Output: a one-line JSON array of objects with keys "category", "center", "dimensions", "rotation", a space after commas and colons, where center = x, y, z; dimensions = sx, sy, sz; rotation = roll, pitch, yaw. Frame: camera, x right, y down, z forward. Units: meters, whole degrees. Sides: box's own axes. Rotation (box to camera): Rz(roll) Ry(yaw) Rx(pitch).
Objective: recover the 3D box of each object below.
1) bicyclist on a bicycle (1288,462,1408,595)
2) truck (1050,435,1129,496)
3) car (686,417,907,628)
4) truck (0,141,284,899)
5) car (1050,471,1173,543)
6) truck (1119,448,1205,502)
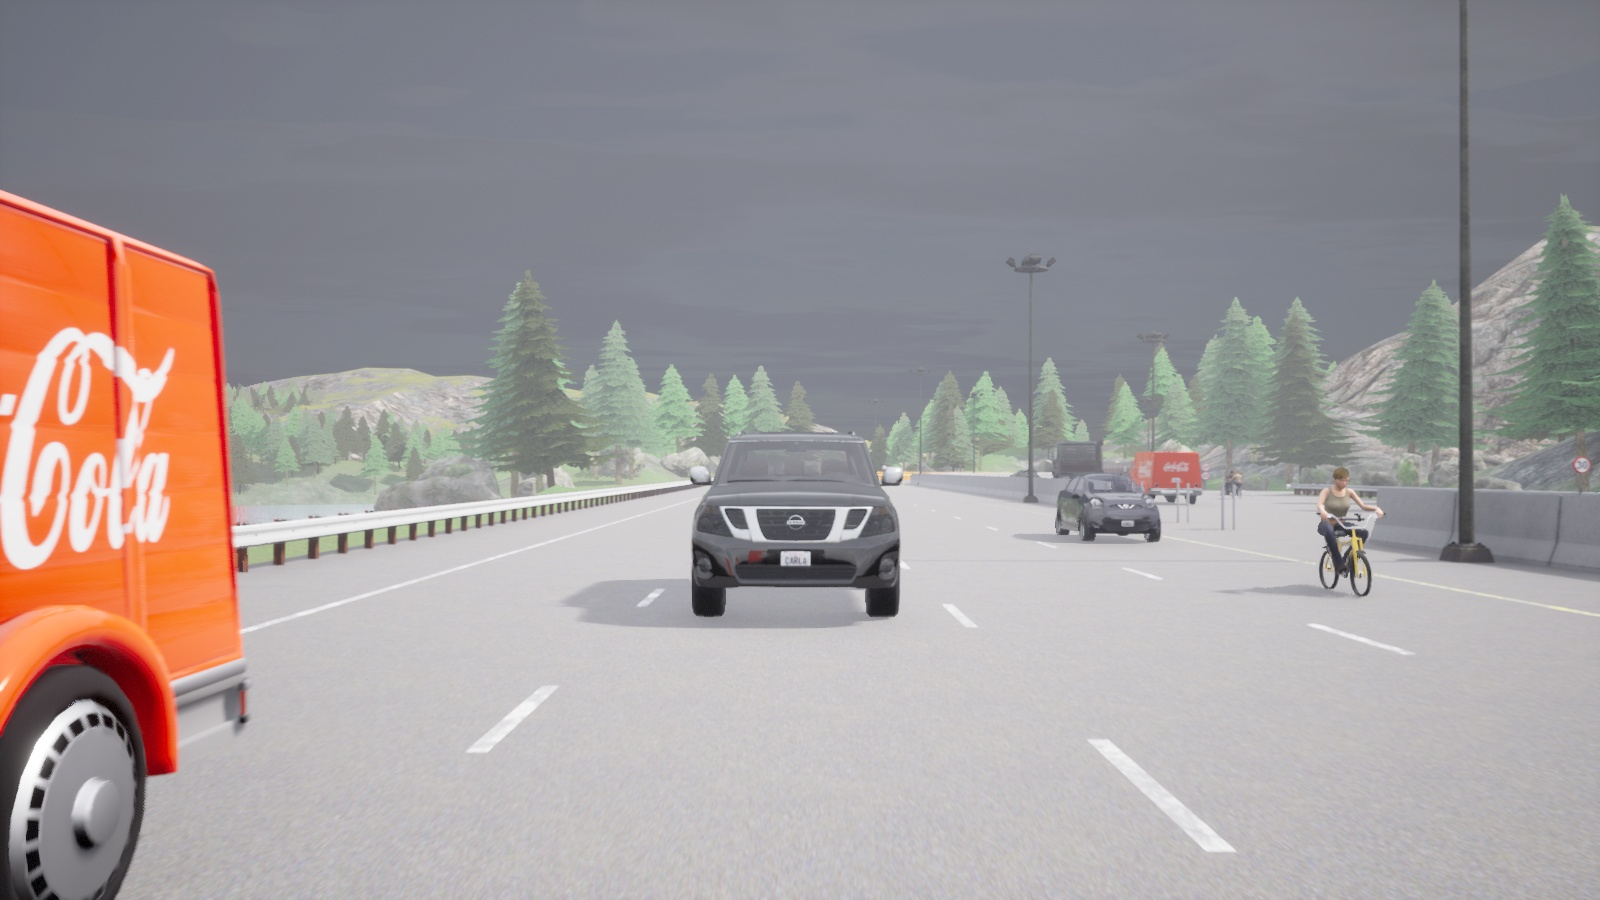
[{"category": "bicyclist on a bicycle", "center": [6.964, 0.967, 16.042], "dimensions": [0.866, 1.612, 1.509], "rotation": [0, -1, 0]}, {"category": "truck", "center": [17.308, 0.923, 75.623], "dimensions": [2.891, 3.462, 7.936], "rotation": [0, -1, 0]}, {"category": "car", "center": [-0.037, 0.764, 15.023], "dimensions": [2.150, 2.045, 5.566], "rotation": [0, -1, 0]}, {"category": "truck", "center": [-3.509, 0.380, 2.751], "dimensions": [2.627, 2.467, 5.204], "rotation": [0, -1, 0]}, {"category": "car", "center": [6.930, 1.234, 28.305], "dimensions": [1.845, 1.501, 3.633], "rotation": [0, -1, 0]}, {"category": "truck", "center": [17.349, 1.183, 60.455], "dimensions": [2.627, 2.467, 5.204], "rotation": [0, -1, 0]}]
